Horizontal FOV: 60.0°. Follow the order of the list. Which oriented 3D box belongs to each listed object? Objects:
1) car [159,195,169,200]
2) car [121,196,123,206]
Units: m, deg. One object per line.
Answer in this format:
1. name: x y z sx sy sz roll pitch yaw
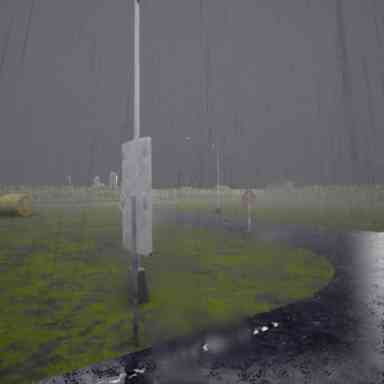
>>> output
1. car: -8.192 1.615 93.871 1.812 1.442 4.674 -1 0 0
2. car: -10.533 1.286 55.226 2.150 2.045 5.566 -1 0 -12
